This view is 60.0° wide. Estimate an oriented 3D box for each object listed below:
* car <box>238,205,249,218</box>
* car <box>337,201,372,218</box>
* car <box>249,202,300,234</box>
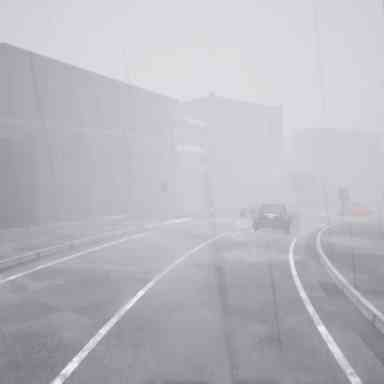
[{"bbox_3d":[5.734,1.567,28.533,1.895,1.301,4.718,4,1,35],"label":"car"},{"bbox_3d":[17.810,1.833,36.239,4.553,1.767,2.097,2,3,-41],"label":"car"},{"bbox_3d":[5.253,1.420,20.274,2.097,1.767,4.553,3,1,25],"label":"car"}]
